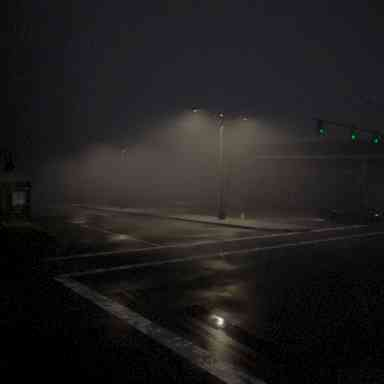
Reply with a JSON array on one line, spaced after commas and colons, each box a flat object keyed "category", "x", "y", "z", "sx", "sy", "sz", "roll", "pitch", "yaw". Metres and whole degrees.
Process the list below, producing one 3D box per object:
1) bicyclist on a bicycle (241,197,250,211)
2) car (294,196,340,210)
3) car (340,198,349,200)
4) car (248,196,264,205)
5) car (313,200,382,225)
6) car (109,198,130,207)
[{"category": "bicyclist on a bicycle", "x": 6.318, "y": 1.430, "z": 39.756, "sx": 1.656, "sy": 1.620, "sz": 0.582, "roll": -6, "pitch": -7, "yaw": -37}, {"category": "car", "x": 13.896, "y": 1.295, "z": 38.116, "sx": 2.242, "sy": 1.667, "sz": 4.611, "roll": 0, "pitch": 0, "yaw": -35}, {"category": "car", "x": 18.160, "y": 1.456, "z": 42.040, "sx": 1.970, "sy": 1.475, "sz": 3.806, "roll": 0, "pitch": 0, "yaw": -35}, {"category": "car", "x": 11.850, "y": 1.478, "z": 60.724, "sx": 1.882, "sy": 1.535, "sz": 5.008, "roll": 0, "pitch": 0, "yaw": 29}, {"category": "car", "x": 11.623, "y": 1.564, "z": 24.625, "sx": 1.994, "sy": 1.385, "sz": 4.181, "roll": 0, "pitch": 0, "yaw": -35}, {"category": "car", "x": -11.092, "y": 1.564, "z": 50.726, "sx": 1.994, "sy": 1.385, "sz": 4.181, "roll": 0, "pitch": 0, "yaw": -35}]
